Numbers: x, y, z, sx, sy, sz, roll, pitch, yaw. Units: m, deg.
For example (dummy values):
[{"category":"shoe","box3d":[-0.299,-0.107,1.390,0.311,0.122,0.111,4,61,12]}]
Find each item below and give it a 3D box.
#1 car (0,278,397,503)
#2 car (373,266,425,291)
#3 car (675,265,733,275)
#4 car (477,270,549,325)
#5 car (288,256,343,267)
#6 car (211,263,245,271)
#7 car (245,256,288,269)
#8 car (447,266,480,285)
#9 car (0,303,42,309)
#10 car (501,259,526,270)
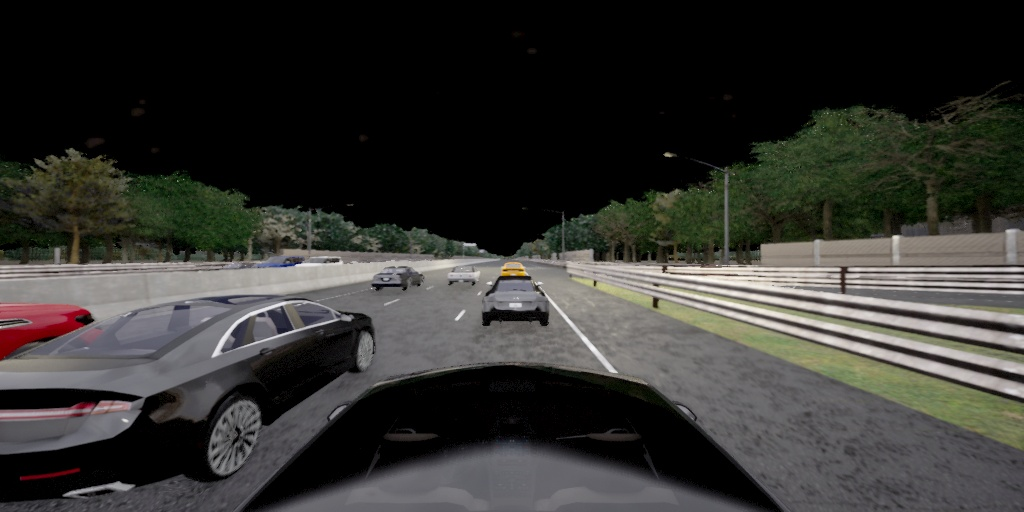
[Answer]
[{"category":"car","box3d":[-3.401,1.244,4.650,2.128,1.511,4.902,0,0,0]},{"category":"car","box3d":[-6.904,1.330,22.161,2.033,1.411,5.357,0,0,0]},{"category":"car","box3d":[15.262,1.427,28.824,1.812,1.442,4.674,0,-1,-22]},{"category":"car","box3d":[0.099,1.325,11.853,1.994,1.385,4.181,0,0,0]},{"category":"car","box3d":[-17.515,1.042,32.883,2.150,2.045,5.566,0,0,0]},{"category":"car","box3d":[-24.522,1.361,32.254,2.033,1.411,5.357,0,0,0]},{"category":"car","box3d":[-21.017,1.042,32.722,2.150,2.045,5.566,0,-1,0]},{"category":"car","box3d":[-3.404,1.394,26.221,1.895,1.301,4.718,0,0,0]},{"category":"car","box3d":[-6.900,0.973,2.776,2.150,2.045,5.566,0,0,0]},{"category":"car","box3d":[0.096,1.281,29.570,1.882,1.535,5.008,0,0,0]}]
